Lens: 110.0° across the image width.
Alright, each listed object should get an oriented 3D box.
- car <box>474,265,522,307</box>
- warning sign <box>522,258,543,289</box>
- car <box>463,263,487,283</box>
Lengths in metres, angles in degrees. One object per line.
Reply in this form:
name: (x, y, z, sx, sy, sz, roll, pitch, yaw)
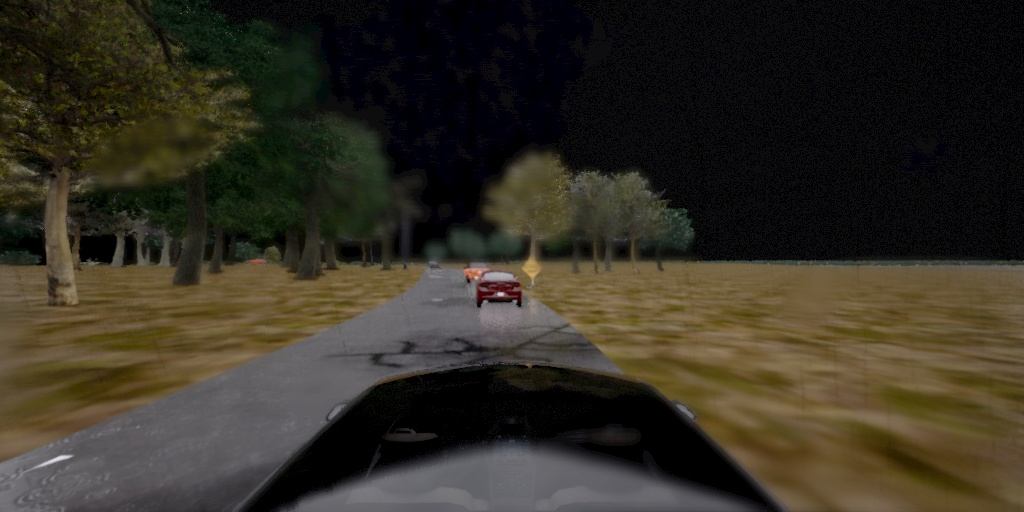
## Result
car: (-0.693, 1.359, 16.518, 1.882, 1.535, 5.008, 0, 0, -6)
warning sign: (1.286, 1.055, 22.084, 1.300, 1.860, 1.060, 0, 0, -8)
car: (-3.024, 1.351, 31.113, 2.097, 1.767, 4.553, 0, -1, -12)
